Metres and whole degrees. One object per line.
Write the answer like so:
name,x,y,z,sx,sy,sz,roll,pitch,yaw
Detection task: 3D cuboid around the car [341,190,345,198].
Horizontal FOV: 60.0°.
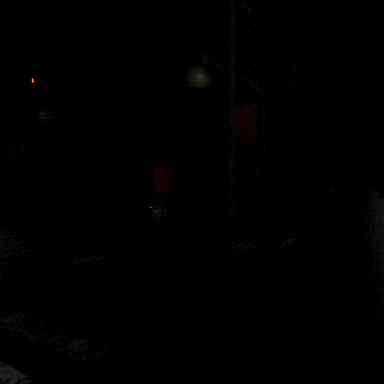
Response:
car,28.202,0.379,60.027,1.837,1.490,4.892,0,1,34

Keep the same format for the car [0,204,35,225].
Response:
car,-12.029,1.396,19.732,1.895,1.301,4.718,0,1,35

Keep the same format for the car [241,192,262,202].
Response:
car,9.031,0.730,49.806,1.994,1.385,4.181,0,1,35

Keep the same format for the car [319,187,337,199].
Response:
car,24.951,0.106,61.056,2.150,2.045,5.566,0,1,35

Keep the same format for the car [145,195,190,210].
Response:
car,-2.358,1.045,33.601,2.033,1.411,5.357,0,1,35
